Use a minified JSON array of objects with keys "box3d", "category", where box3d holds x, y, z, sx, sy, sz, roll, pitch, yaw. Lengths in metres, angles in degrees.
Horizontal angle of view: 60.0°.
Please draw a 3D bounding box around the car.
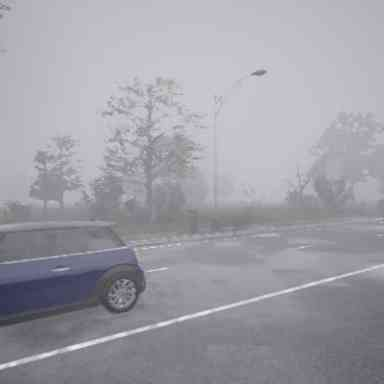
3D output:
[{"box3d":[-3.191,1.352,6.016,4.553,1.767,2.097,0,0,-35],"category":"car"}]
